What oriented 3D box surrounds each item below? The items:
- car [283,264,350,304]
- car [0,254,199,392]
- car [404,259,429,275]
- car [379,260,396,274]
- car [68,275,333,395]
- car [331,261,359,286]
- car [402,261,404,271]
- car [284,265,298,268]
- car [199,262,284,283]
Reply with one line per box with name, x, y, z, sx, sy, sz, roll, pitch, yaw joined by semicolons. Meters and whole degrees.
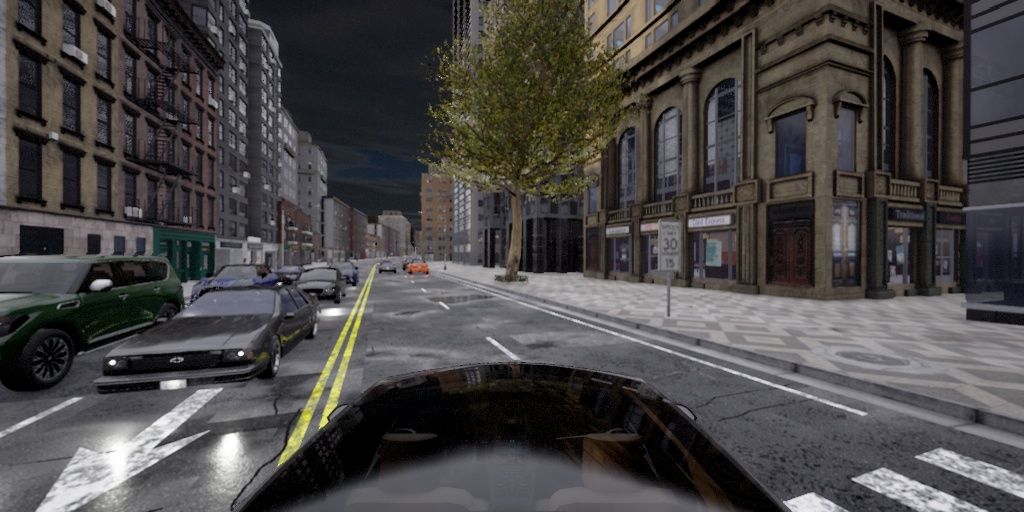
car;-8.703;1.295;16.385;1.837;1.490;4.892;0;0;-20
car;-8.575;0.984;6.717;2.150;2.045;5.566;0;0;-20
car;-10.922;1.167;41.492;2.097;1.767;4.553;0;0;-20
car;-14.938;1.371;43.018;1.994;1.385;4.181;0;0;-20
car;-5.276;1.314;7.265;2.033;1.411;5.357;0;0;-18
car;-12.059;1.155;25.435;2.097;1.767;4.553;0;0;-20
car;-14.470;1.157;50.944;2.097;1.767;4.553;0;0;-20
car;-15.271;1.345;24.738;2.033;1.411;5.357;0;0;-21
car;-11.960;1.137;15.817;2.097;1.767;4.553;0;0;-20
